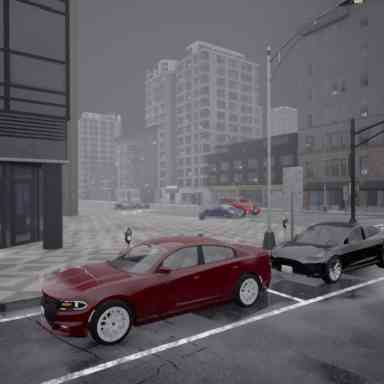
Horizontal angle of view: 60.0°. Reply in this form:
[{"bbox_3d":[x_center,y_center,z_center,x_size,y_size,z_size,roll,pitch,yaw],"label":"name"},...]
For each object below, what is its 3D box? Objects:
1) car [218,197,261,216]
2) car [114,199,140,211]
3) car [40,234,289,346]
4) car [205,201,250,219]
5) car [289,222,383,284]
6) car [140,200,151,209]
[{"bbox_3d":[4.879,1.565,36.058,2.150,2.045,5.566,0,0,-35],"label":"car"},{"bbox_3d":[-10.535,1.975,52.329,2.097,1.767,4.553,0,0,-35],"label":"car"},{"bbox_3d":[-0.436,1.544,6.342,4.507,1.381,1.887,0,0,-36],"label":"car"},{"bbox_3d":[3.135,1.866,32.898,1.812,1.442,4.674,0,0,-35],"label":"car"},{"bbox_3d":[4.159,1.564,9.619,4.313,1.339,1.947,0,0,-36],"label":"car"},{"bbox_3d":[-8.671,2.131,55.344,1.837,1.490,4.892,0,-1,-35],"label":"car"}]
